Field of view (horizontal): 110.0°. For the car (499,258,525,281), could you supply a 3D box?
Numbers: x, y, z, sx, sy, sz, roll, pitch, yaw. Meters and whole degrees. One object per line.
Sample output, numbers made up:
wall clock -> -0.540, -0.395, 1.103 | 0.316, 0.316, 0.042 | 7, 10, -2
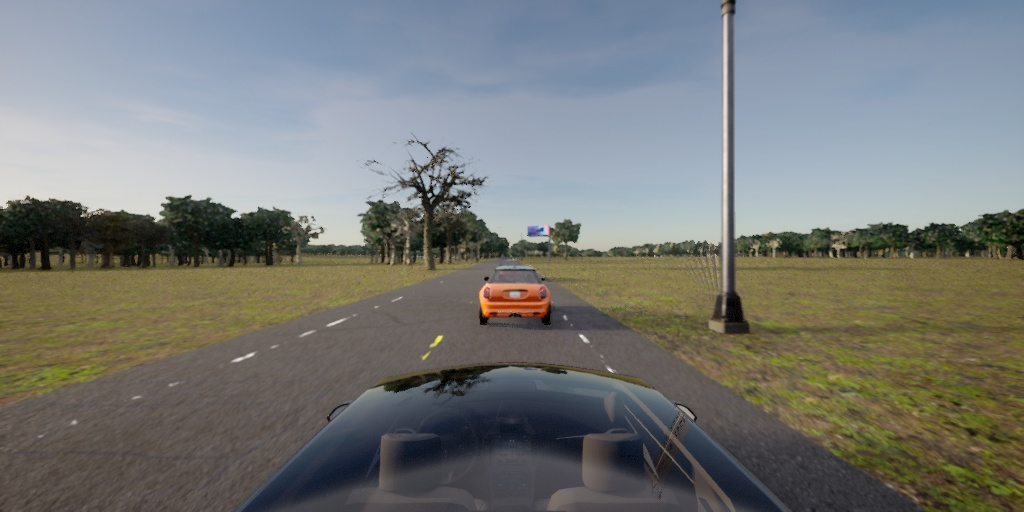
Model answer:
car -> -0.030, 1.083, 30.913 | 2.097, 1.767, 4.553 | 0, 0, 0

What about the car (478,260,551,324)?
car -> 0.078, 1.095, 12.114 | 2.097, 1.767, 4.553 | 0, 0, 0
